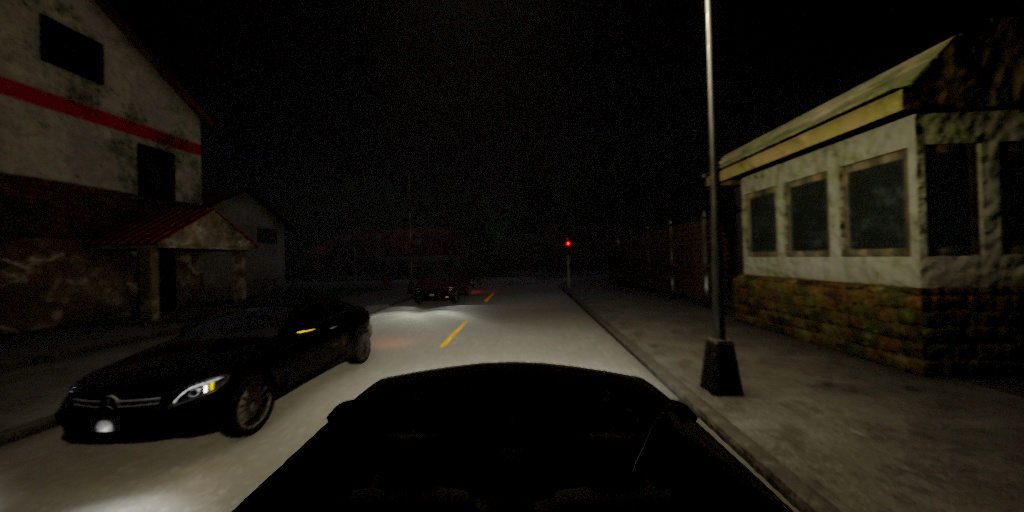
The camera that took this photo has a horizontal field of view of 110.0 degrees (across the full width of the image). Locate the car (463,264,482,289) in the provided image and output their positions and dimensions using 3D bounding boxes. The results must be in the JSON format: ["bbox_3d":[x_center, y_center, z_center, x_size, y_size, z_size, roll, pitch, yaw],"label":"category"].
[{"bbox_3d":[-3.042,1.296,23.127,1.837,1.490,4.892,-2,0,3],"label":"car"}]

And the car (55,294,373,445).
[{"bbox_3d":[-3.883,1.403,5.814,1.812,1.442,4.674,-2,0,2],"label":"car"}]

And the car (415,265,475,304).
[{"bbox_3d":[-3.328,1.414,17.890,1.882,1.535,5.008,-2,0,3],"label":"car"}]
